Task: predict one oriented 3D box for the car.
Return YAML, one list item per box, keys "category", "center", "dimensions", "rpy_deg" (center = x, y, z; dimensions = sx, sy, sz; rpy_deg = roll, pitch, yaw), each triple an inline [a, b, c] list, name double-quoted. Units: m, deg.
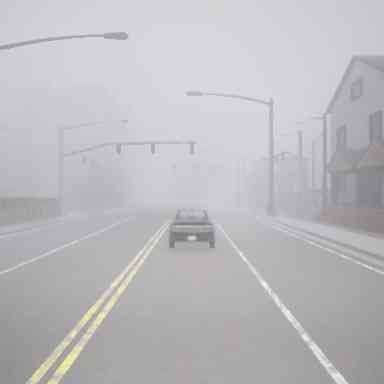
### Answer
- category: "car"
  center: [0.000, 1.493, 14.650]
  dimensions: [2.128, 1.511, 4.902]
  rpy_deg: [0, 0, 0]
